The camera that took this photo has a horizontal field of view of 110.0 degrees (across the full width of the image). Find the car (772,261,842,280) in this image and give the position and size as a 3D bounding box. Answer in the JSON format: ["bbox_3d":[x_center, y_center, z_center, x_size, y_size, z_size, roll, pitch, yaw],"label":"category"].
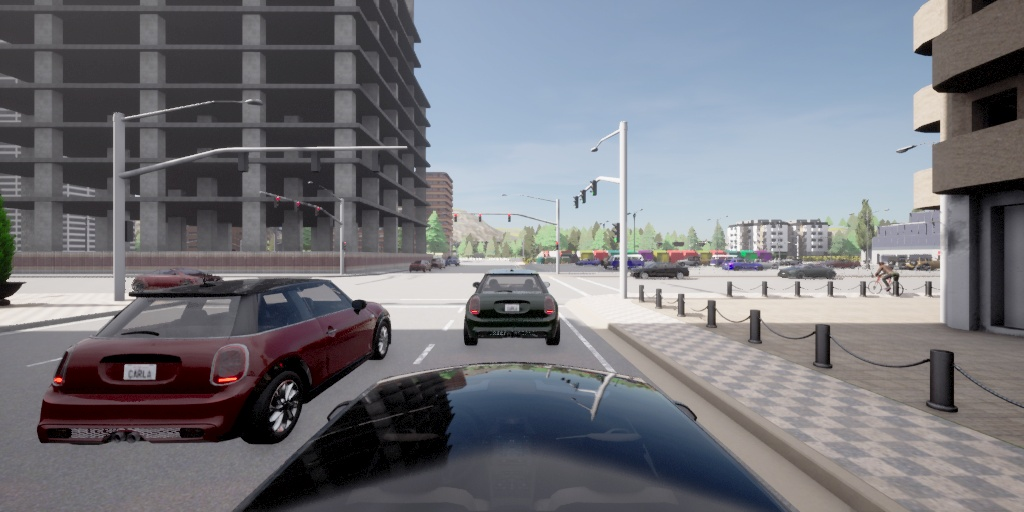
[{"bbox_3d":[26.172,1.368,31.913,4.181,1.385,1.994,0,0,0],"label":"car"}]

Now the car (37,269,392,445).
[{"bbox_3d":[-3.483,1.102,5.471,2.097,1.767,4.553,0,0,0],"label":"car"}]

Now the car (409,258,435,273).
[{"bbox_3d":[-11.366,1.228,44.752,1.882,1.535,5.008,0,0,0],"label":"car"}]

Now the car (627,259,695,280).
[{"bbox_3d":[13.039,1.283,31.820,5.008,1.535,1.882,0,0,0],"label":"car"}]

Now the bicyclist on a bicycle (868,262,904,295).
[{"bbox_3d":[18.070,1.106,17.374,0.582,1.620,1.656,0,0,0],"label":"bicyclist on a bicycle"}]

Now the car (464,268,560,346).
[{"bbox_3d":[-0.020,1.102,9.605,2.097,1.767,4.553,0,0,-1],"label":"car"}]

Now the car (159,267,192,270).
[{"bbox_3d":[-19.305,1.369,20.883,4.181,1.385,1.994,0,0,0],"label":"car"}]

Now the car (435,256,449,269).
[{"bbox_3d":[-11.467,1.102,54.509,2.097,1.767,4.553,0,0,-1],"label":"car"}]
